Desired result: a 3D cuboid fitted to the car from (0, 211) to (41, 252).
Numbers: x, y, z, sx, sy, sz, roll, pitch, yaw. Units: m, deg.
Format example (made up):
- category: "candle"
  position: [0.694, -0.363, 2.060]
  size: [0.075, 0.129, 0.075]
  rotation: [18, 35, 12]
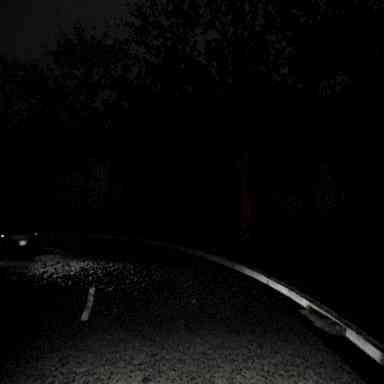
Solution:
- category: "car"
  position: [-7.691, 1.474, 12.778]
  size: [4.902, 1.511, 2.128]
  rotation: [0, -3, 37]
